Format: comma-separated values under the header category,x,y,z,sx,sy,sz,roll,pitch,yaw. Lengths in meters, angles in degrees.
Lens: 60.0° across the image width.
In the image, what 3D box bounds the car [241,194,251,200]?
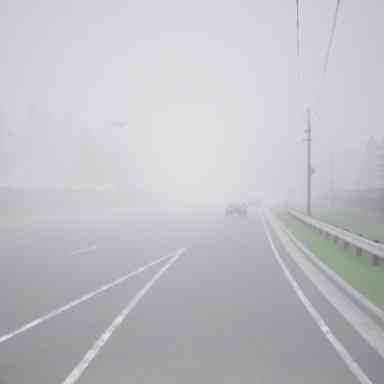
category,x,y,z,sx,sy,sz,roll,pitch,yaw
car,15.312,1.410,94.144,1.882,1.535,5.008,0,0,17

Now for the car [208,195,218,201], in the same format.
category,x,y,z,sx,sy,sz,roll,pitch,yaw
car,5.561,1.588,86.237,2.033,1.411,5.357,0,0,17

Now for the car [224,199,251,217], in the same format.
category,x,y,z,sx,sy,sz,roll,pitch,yaw
car,4.331,1.631,31.718,1.895,1.301,4.718,0,0,12

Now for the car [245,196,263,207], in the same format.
category,x,y,z,sx,sy,sz,roll,pitch,yaw
car,10.259,1.664,53.466,1.895,1.301,4.718,0,0,17

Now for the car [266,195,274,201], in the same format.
category,x,y,z,sx,sy,sz,roll,pitch,yaw
car,20.412,1.642,86.909,2.128,1.511,4.902,0,0,17

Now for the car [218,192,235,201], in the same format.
category,x,y,z,sx,sy,sz,roll,pitch,yaw
car,8.917,1.287,85.239,2.150,2.045,5.566,0,0,17

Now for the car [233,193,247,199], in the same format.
category,x,y,z,sx,sy,sz,roll,pitch,yaw
car,12.376,1.600,84.581,1.812,1.442,4.674,0,0,17

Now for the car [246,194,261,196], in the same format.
category,x,y,z,sx,sy,sz,roll,pitch,yaw
car,15.599,1.613,83.156,2.128,1.511,4.902,0,0,17

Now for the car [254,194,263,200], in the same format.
category,x,y,z,sx,sy,sz,roll,pitch,yaw
car,18.658,1.470,93.117,2.128,1.511,4.902,0,0,17
